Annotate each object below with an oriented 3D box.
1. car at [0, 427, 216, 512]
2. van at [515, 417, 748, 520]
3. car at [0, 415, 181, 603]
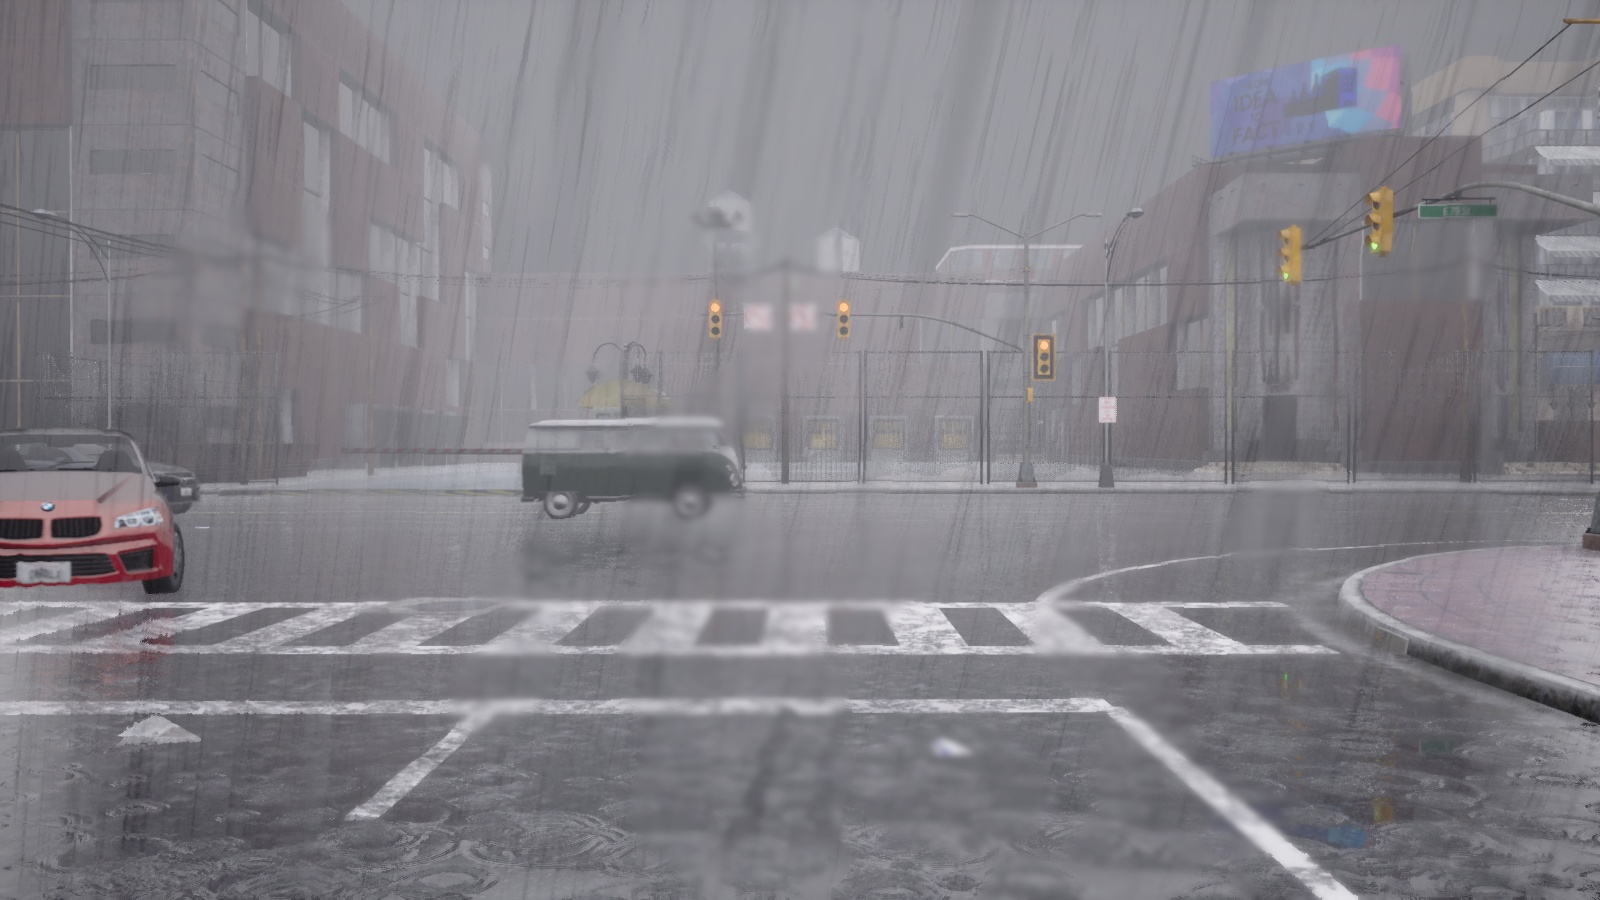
[{"bbox_3d":[-14.813,0.370,25.356,5.027,1.651,2.152,0,0,0],"label":"car"},{"bbox_3d":[-3.301,0.354,25.266,4.442,1.987,1.775,0,0,0],"label":"van"},{"bbox_3d":[-7.850,0.509,13.320,2.242,1.667,4.611,0,0,-27],"label":"car"}]
